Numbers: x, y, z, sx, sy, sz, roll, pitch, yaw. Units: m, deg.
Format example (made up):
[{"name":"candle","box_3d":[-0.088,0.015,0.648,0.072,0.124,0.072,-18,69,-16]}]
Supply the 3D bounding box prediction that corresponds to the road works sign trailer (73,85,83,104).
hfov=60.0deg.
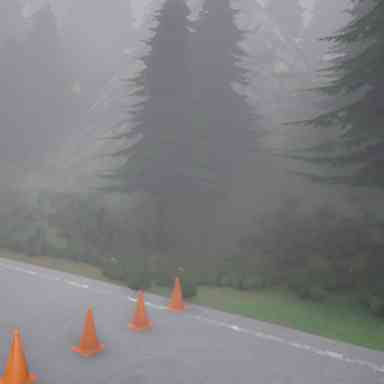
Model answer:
[{"name":"road works sign trailer","box_3d":[-11.362,-10.049,29.843,2.880,2.380,3.560,-1,-34,-19]}]
